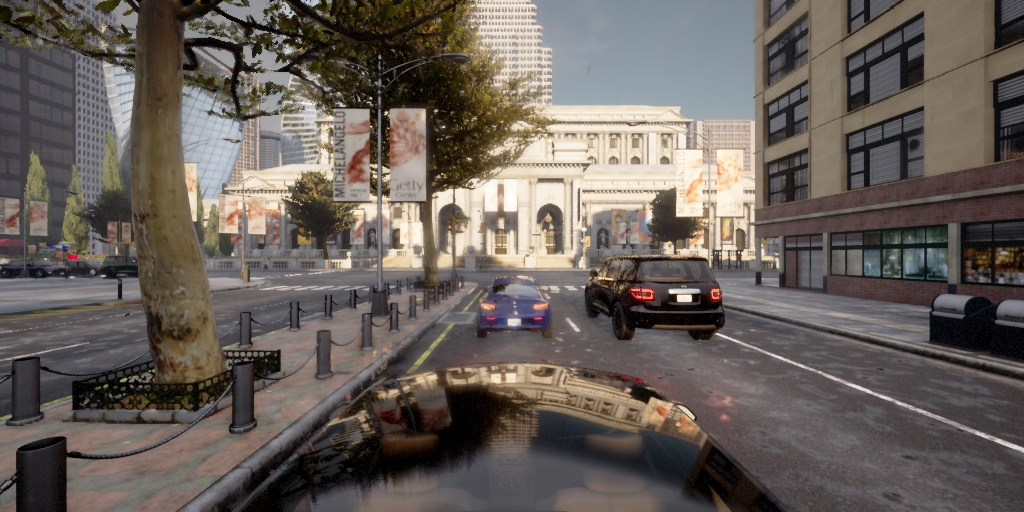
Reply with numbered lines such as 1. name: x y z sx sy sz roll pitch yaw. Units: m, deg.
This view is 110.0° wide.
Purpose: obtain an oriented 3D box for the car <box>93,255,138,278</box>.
1. car: -35.669 0.971 34.171 5.566 2.045 2.150 0 0 0

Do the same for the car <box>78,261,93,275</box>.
1. car: -44.450 1.255 37.615 4.892 1.490 1.837 0 0 -1

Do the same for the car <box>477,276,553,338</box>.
1. car: 0.072 1.276 10.110 1.812 1.442 4.674 0 0 0

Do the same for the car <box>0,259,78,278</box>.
1. car: -45.080 1.102 34.091 4.553 1.767 2.097 0 0 -2

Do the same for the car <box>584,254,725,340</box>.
1. car: 3.579 0.971 10.121 2.150 2.045 5.566 0 0 0
